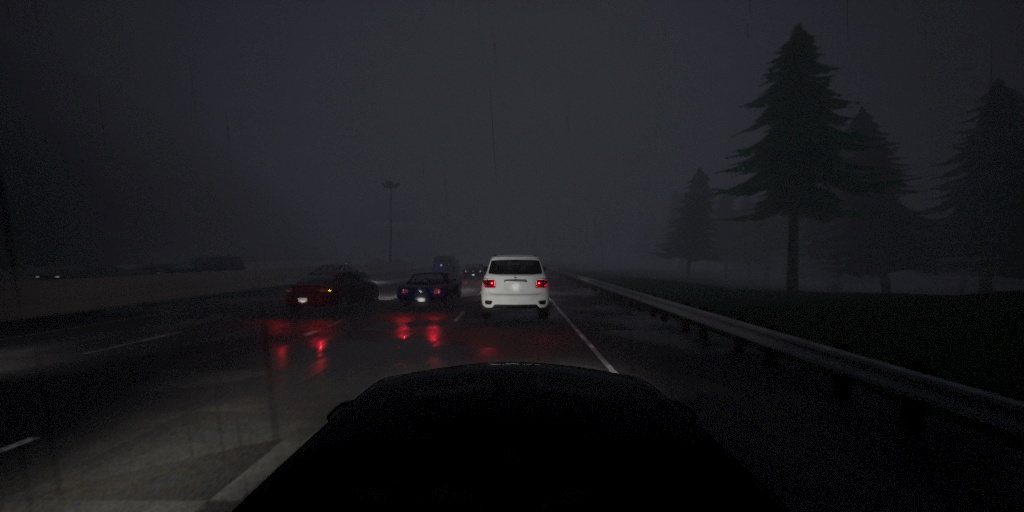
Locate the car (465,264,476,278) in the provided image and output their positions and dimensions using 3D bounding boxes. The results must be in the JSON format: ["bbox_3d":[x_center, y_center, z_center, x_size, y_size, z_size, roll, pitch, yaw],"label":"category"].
[{"bbox_3d":[-3.388,1.373,33.572,1.895,1.301,4.718,0,0,0],"label":"car"}]

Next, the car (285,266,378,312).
[{"bbox_3d":[-6.895,1.284,14.116,1.812,1.442,4.674,0,0,0],"label":"car"}]

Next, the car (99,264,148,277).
[{"bbox_3d":[-24.589,1.271,24.713,1.837,1.490,4.892,0,0,0],"label":"car"}]

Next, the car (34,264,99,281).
[{"bbox_3d":[-31.589,1.316,26.917,2.033,1.411,5.357,0,0,0],"label":"car"}]

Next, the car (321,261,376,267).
[{"bbox_3d":[-10.391,1.256,21.705,2.128,1.511,4.902,0,0,0],"label":"car"}]

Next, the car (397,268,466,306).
[{"bbox_3d":[-3.394,1.361,15.677,1.895,1.301,4.718,0,0,0],"label":"car"}]

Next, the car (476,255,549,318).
[{"bbox_3d":[0.105,0.979,13.219,2.150,2.045,5.566,0,0,0],"label":"car"}]

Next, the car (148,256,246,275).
[{"bbox_3d":[-21.090,0.991,24.763,2.150,2.045,5.566,0,0,0],"label":"car"}]

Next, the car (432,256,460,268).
[{"bbox_3d":[-6.886,0.996,37.581,2.150,2.045,5.566,0,0,0],"label":"car"}]
